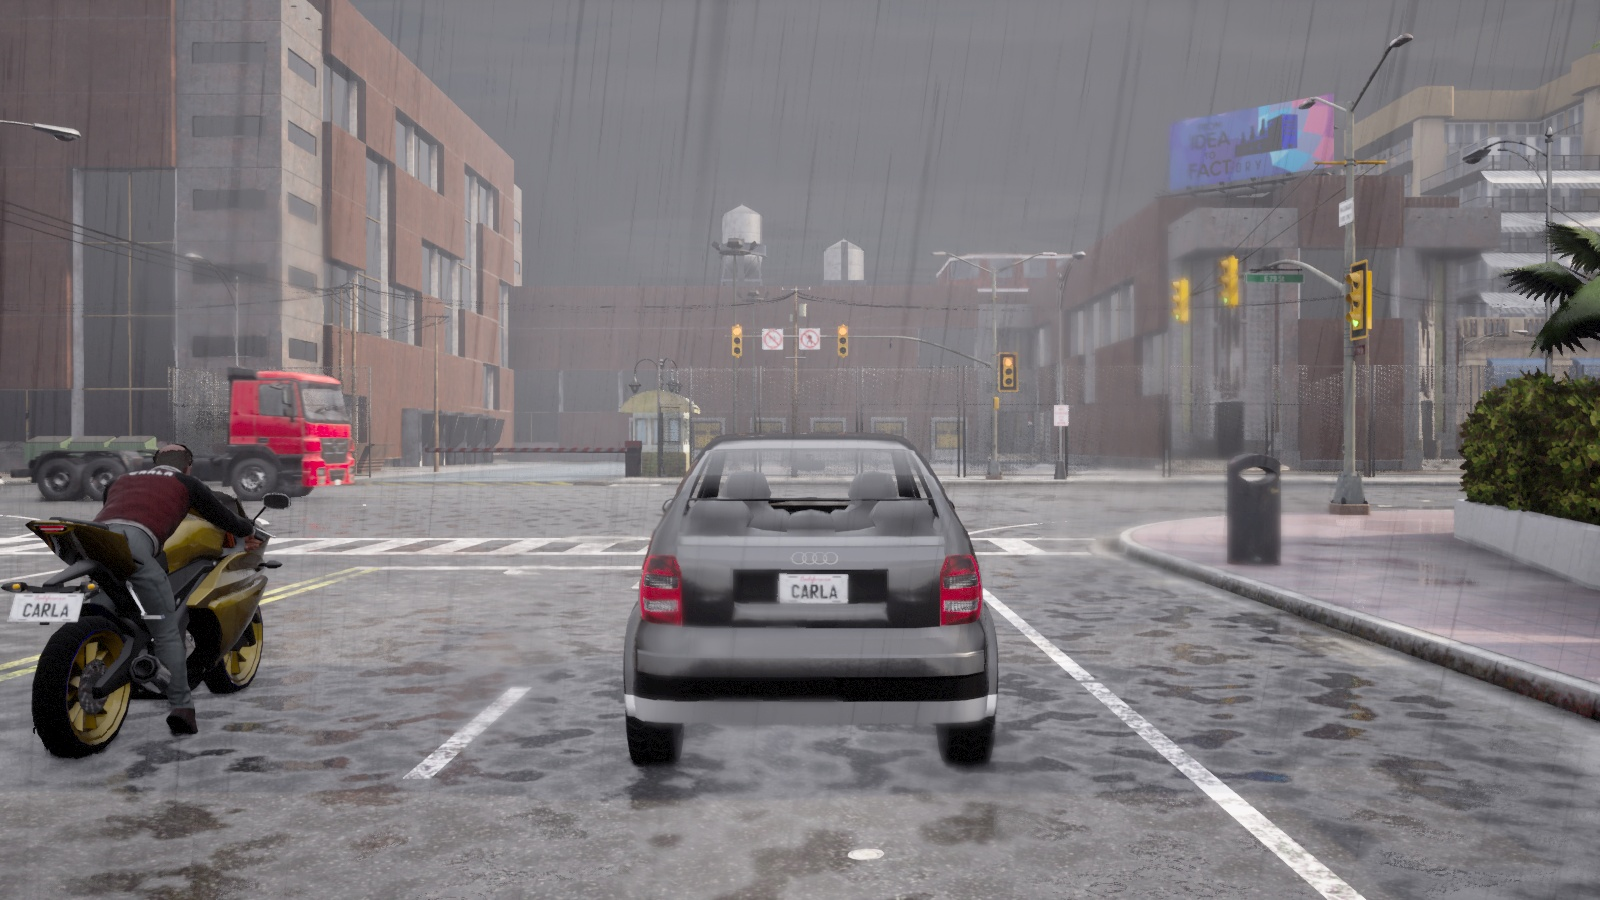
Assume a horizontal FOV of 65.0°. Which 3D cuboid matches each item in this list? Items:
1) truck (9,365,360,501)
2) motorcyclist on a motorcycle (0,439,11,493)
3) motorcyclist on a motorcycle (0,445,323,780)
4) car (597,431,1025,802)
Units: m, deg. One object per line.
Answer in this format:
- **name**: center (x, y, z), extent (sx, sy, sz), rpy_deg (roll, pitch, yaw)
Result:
- **truck**: center (-16.163, -0.437, 33.372), extent (7.936, 3.462, 2.891), rpy_deg (0, 0, 1)
- **motorcyclist on a motorcycle**: center (-24.432, 0.471, 36.990), extent (1.817, 1.590, 0.866), rpy_deg (0, 0, 1)
- **motorcyclist on a motorcycle**: center (-3.454, 0.740, 6.842), extent (0.866, 1.530, 2.191), rpy_deg (0, 0, 0)
- **car**: center (0.051, 0.685, 7.106), extent (1.789, 1.549, 3.705), rpy_deg (0, 0, 0)
